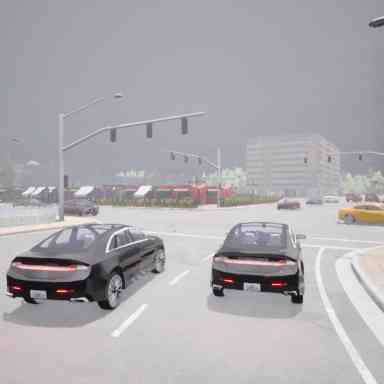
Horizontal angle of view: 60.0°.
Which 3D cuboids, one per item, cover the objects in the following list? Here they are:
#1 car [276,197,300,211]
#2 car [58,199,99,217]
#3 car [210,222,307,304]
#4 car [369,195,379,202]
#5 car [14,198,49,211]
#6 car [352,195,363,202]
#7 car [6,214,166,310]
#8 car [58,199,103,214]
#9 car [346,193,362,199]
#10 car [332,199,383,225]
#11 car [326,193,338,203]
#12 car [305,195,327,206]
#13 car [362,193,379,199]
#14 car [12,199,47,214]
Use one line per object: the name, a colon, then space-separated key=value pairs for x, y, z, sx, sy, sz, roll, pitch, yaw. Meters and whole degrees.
car: x=12.065 y=1.601 z=41.502 sx=1.895 sy=1.301 sz=4.718 roll=0 pitch=0 yaw=31
car: x=-11.065 y=1.619 z=32.404 sx=4.181 sy=1.385 sz=1.994 roll=0 pitch=0 yaw=32
car: x=1.764 y=1.492 z=8.294 sx=2.128 sy=1.511 sz=4.902 roll=0 pitch=0 yaw=16
car: x=42.319 y=1.524 z=77.306 sx=1.812 sy=1.442 sz=4.674 roll=0 pitch=0 yaw=32
car: x=-20.445 y=1.581 z=42.404 sx=4.674 sy=1.442 sz=1.812 roll=0 pitch=0 yaw=32
car: x=39.554 y=1.540 z=79.492 sx=2.033 sy=1.411 sz=5.357 roll=0 pitch=0 yaw=32
car: x=-2.053 y=1.492 z=7.909 sx=2.128 sy=1.511 sz=4.902 roll=0 pitch=0 yaw=12
car: x=-12.635 y=1.547 z=37.527 sx=4.902 sy=1.511 sz=2.128 roll=0 pitch=0 yaw=32
car: x=33.993 y=1.225 z=70.429 sx=2.150 sy=2.045 sz=5.566 roll=0 pitch=0 yaw=32
car: x=12.562 y=1.506 z=22.670 sx=1.882 sy=1.535 sz=5.008 roll=-1 pitch=0 yaw=-39
car: x=28.494 y=1.225 z=68.160 sx=2.150 sy=2.045 sz=5.566 roll=0 pitch=0 yaw=32
car: x=20.169 y=1.547 z=54.748 sx=2.033 sy=1.411 sz=5.357 roll=0 pitch=0 yaw=32
car: x=36.783 y=1.225 z=68.284 sx=2.150 sy=2.045 sz=5.566 roll=0 pitch=0 yaw=32
car: x=-18.187 y=1.619 z=36.866 sx=4.181 sy=1.385 sz=1.994 roll=0 pitch=0 yaw=32
